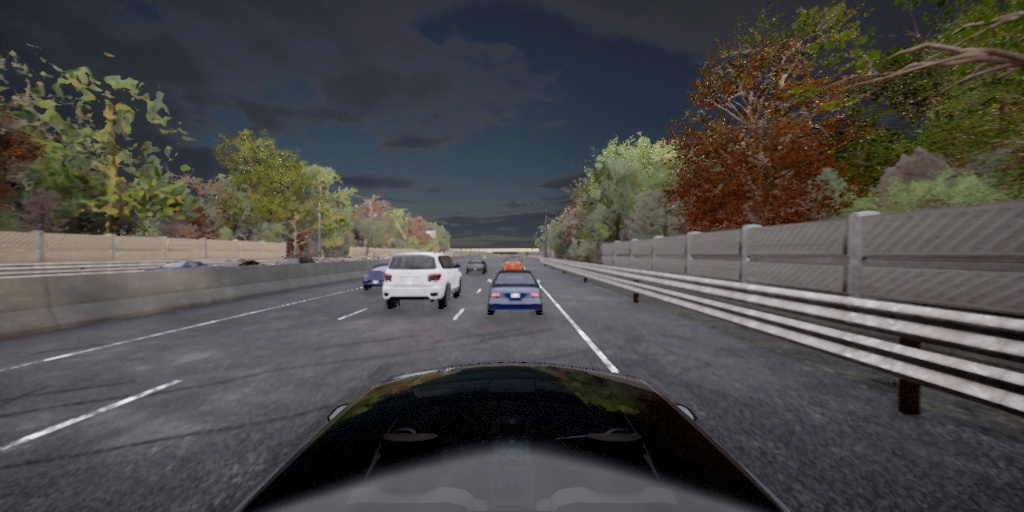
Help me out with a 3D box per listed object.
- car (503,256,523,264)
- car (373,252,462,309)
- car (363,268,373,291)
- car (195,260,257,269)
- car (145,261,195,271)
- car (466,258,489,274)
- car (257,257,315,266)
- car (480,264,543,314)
[{"bbox_3d":[0.104,0.828,37.482,2.097,1.767,4.553,0,0,0],"label":"car"},{"bbox_3d":[-3.402,0.868,14.569,2.150,2.045,5.566,0,0,0],"label":"car"},{"bbox_3d":[-6.897,1.129,20.423,1.812,1.442,4.674,0,0,0],"label":"car"},{"bbox_3d":[-21.031,1.057,27.497,1.837,1.490,4.892,0,0,1],"label":"car"},{"bbox_3d":[-24.539,1.082,26.637,1.812,1.442,4.674,0,0,1],"label":"car"},{"bbox_3d":[-3.395,0.982,35.511,2.128,1.511,4.902,0,0,0],"label":"car"},{"bbox_3d":[-17.519,0.893,28.659,2.097,1.767,4.553,0,1,0],"label":"car"},{"bbox_3d":[0.100,1.205,13.160,2.033,1.411,5.357,0,0,0],"label":"car"}]
